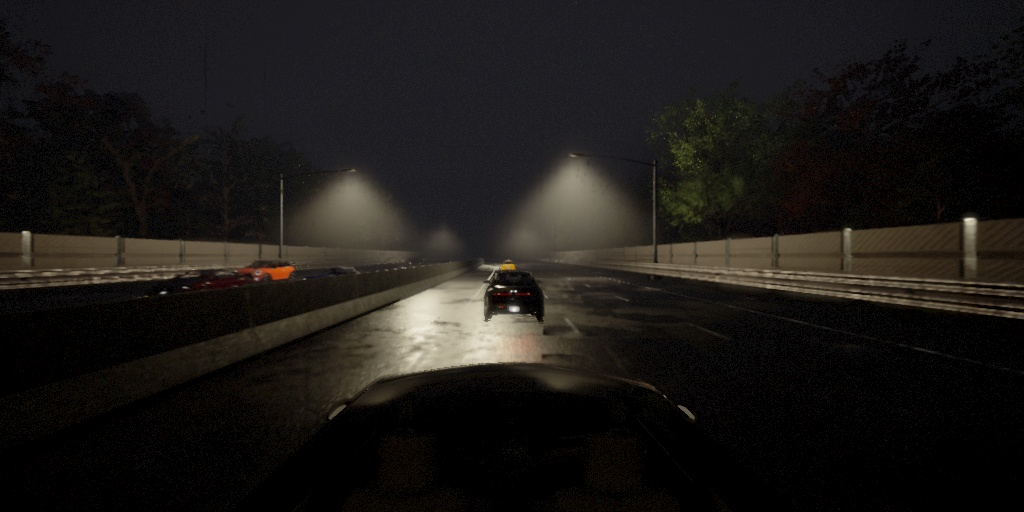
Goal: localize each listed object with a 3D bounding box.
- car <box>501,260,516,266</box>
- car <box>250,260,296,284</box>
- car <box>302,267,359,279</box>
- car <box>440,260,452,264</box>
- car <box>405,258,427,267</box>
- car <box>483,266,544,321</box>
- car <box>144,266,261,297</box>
[{"bbox_3d":[-0.434,1.222,43.925,1.801,1.575,5.366,0,0,-1],"label":"car"},{"bbox_3d":[-17.787,1.111,25.870,2.097,1.767,4.553,0,0,-1],"label":"car"},{"bbox_3d":[-10.734,1.358,21.934,1.895,1.301,4.718,0,0,-1],"label":"car"},{"bbox_3d":[-11.665,1.329,64.197,1.994,1.385,4.181,0,0,-1],"label":"car"},{"bbox_3d":[-14.960,1.118,57.105,2.097,1.767,4.553,0,0,-1],"label":"car"},{"bbox_3d":[0.051,1.259,12.562,1.837,1.490,4.892,0,0,0],"label":"car"},{"bbox_3d":[-14.179,1.320,16.553,1.994,1.385,4.181,0,0,-1],"label":"car"}]
